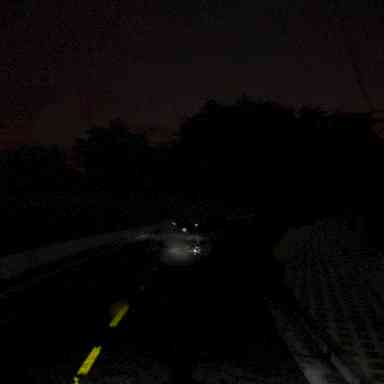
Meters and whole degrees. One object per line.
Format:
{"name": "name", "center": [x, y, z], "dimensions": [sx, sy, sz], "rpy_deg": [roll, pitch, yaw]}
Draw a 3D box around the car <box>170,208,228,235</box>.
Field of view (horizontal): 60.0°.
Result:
{"name": "car", "center": [0.629, 1.681, 20.303], "dimensions": [2.033, 1.411, 5.357], "rpy_deg": [0, -1, 23]}
